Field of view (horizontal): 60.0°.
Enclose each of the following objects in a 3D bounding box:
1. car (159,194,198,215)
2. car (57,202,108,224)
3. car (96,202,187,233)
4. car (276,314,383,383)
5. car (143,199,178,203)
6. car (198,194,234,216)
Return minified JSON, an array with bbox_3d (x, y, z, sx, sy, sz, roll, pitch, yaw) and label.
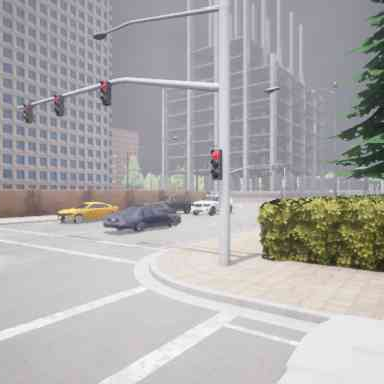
[{"bbox_3d":[-2.158,1.274,33.800,2.150,2.045,5.566,0,0,35],"label":"car"},{"bbox_3d":[-7.930,1.530,25.712,1.882,1.535,5.008,0,0,35],"label":"car"},{"bbox_3d":[-2.888,1.601,20.382,2.033,1.411,5.357,0,0,35],"label":"car"},{"bbox_3d":[2.878,1.601,1.914,4.718,1.301,1.895,0,0,36],"label":"car"},{"bbox_3d":[-3.541,1.558,25.838,1.837,1.490,4.892,0,0,36],"label":"car"},{"bbox_3d":[2.187,1.274,33.848,2.150,2.045,5.566,0,0,36],"label":"car"}]
